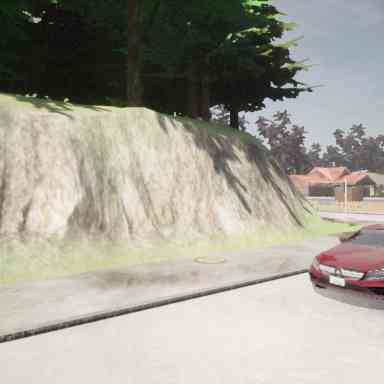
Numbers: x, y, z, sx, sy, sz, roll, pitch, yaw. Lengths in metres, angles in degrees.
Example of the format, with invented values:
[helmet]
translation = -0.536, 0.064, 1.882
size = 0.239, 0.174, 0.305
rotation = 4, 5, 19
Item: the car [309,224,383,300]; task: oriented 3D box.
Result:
[car]
translation = 4.801, 1.526, 8.032
size = 4.674, 1.442, 1.812
rotation = 0, 0, -36
